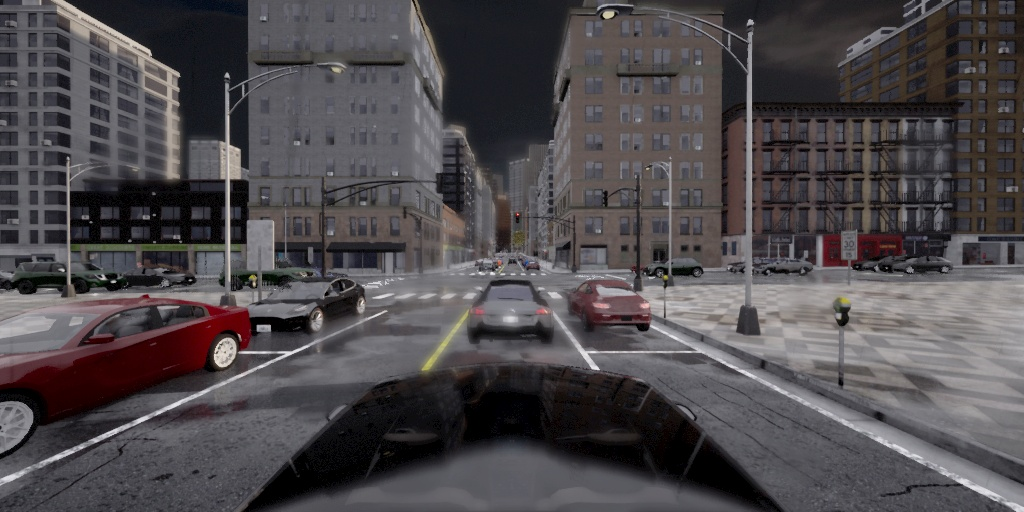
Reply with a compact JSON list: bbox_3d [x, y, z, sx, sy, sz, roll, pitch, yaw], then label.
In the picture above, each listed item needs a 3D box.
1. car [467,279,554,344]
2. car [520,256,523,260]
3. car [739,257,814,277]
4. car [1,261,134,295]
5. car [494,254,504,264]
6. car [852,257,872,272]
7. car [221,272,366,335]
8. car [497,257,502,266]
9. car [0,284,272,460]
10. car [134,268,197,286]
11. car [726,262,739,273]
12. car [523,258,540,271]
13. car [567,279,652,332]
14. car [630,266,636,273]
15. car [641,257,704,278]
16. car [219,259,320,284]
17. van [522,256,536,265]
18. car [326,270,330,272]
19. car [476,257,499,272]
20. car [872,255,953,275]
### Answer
[{"bbox_3d":[-0.036,1.312,9.598,1.994,1.385,4.181,0,0,0],"label":"car"},{"bbox_3d":[2.837,1.202,64.468,1.802,1.307,4.207,0,0,0],"label":"car"},{"bbox_3d":[22.281,0.888,29.920,4.902,1.511,2.128,-1,0,0],"label":"car"},{"bbox_3d":[-28.468,1.352,23.120,5.566,2.045,2.150,-1,0,0],"label":"car"},{"bbox_3d":[-2.980,0.969,65.157,2.097,1.767,4.553,0,0,1],"label":"car"},{"bbox_3d":[34.372,0.717,33.183,4.892,1.490,1.837,-1,0,0],"label":"car"},{"bbox_3d":[-5.808,1.314,10.551,1.948,1.339,4.313,0,0,0],"label":"car"},{"bbox_3d":[-3.047,1.200,55.248,2.033,1.411,5.357,0,0,0],"label":"car"},{"bbox_3d":[-5.777,1.295,4.907,1.888,1.381,4.507,0,0,0],"label":"car"},{"bbox_3d":[-26.108,1.590,26.378,4.892,1.490,1.837,-1,0,0],"label":"car"},{"bbox_3d":[22.516,0.868,33.171,4.902,1.511,2.128,-1,0,0],"label":"car"},{"bbox_3d":[2.786,1.257,47.808,1.802,1.307,4.207,0,0,0],"label":"car"},{"bbox_3d":[2.717,1.330,10.596,1.802,1.307,4.207,0,0,0],"label":"car"},{"bbox_3d":[13.475,1.105,33.155,4.718,1.301,1.895,-1,0,0],"label":"car"},{"bbox_3d":[13.327,0.875,29.902,4.553,1.767,2.097,-1,0,0],"label":"car"},{"bbox_3d":[-15.614,1.184,23.086,5.566,2.045,2.150,-1,0,1],"label":"car"},{"bbox_3d":[2.803,0.999,53.360,1.690,1.789,3.998,0,0,0],"label":"van"},{"bbox_3d":[-14.921,1.486,26.398,5.357,1.411,2.033,-1,0,0],"label":"car"},{"bbox_3d":[-3.079,1.207,45.598,1.812,1.442,4.674,0,0,2],"label":"car"},{"bbox_3d":[33.678,0.745,29.933,4.892,1.490,1.837,-1,0,0],"label":"car"}]
